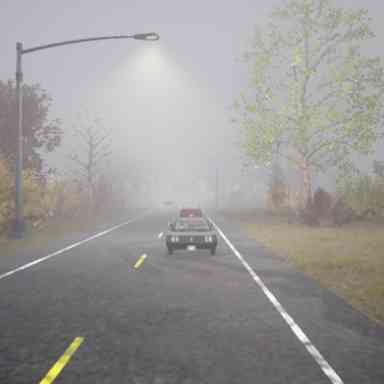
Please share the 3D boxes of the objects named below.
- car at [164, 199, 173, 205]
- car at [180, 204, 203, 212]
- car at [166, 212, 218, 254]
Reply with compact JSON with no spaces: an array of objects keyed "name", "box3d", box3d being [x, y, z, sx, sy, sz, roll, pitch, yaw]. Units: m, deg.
[{"name":"car","box3d":[-5.098,2.232,72.290,1.895,1.301,4.718,0,0,-8]},{"name":"car","box3d":[-0.072,1.754,29.494,1.882,1.535,5.008,0,0,0]},{"name":"car","box3d":[-0.014,1.734,14.109,1.895,1.301,4.718,0,0,0]}]
